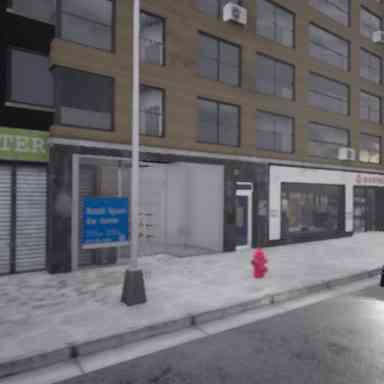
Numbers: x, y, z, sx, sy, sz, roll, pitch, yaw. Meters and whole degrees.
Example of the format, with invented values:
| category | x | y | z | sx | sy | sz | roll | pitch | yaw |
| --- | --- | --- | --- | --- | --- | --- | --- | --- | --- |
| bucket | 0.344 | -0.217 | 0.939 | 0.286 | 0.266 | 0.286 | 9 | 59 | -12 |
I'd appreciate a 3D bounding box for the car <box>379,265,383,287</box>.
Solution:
| category | x | y | z | sx | sy | sz | roll | pitch | yaw |
| --- | --- | --- | --- | --- | --- | --- | --- | --- | --- |
| car | 6.289 | 1.669 | 7.883 | 4.181 | 1.385 | 1.994 | 1 | 0 | -36 |
